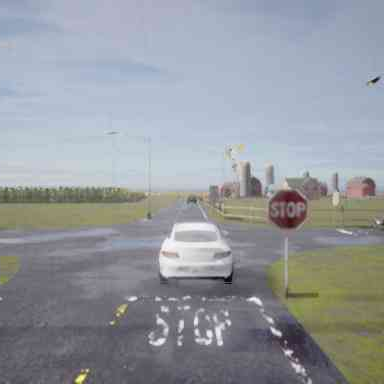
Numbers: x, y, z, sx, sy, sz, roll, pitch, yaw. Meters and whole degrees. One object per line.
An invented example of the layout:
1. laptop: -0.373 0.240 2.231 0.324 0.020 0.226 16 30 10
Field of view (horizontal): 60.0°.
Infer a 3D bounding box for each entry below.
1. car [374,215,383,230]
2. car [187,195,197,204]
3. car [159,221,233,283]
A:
1. car: 13.252 1.590 19.467 4.892 1.490 1.837 0 0 -3
2. car: -0.018 1.657 73.781 2.150 2.045 5.566 0 0 0
3. car: 0.099 1.582 9.680 1.812 1.442 4.674 0 0 0
